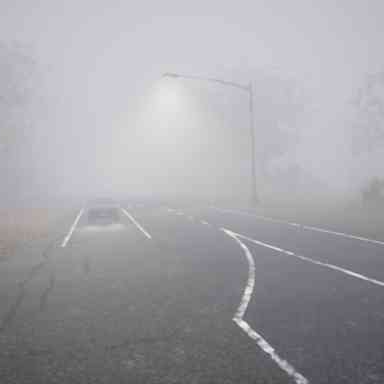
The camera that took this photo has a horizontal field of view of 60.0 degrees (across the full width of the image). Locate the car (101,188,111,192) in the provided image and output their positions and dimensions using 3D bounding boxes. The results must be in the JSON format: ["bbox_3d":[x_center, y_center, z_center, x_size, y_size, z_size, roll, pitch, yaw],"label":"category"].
[{"bbox_3d":[-18.892,-0.215,72.874,1.895,1.301,4.718,-3,2,-10],"label":"car"}]

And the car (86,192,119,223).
[{"bbox_3d":[-6.071,1.074,22.614,1.882,1.535,5.008,-3,3,-16],"label":"car"}]
